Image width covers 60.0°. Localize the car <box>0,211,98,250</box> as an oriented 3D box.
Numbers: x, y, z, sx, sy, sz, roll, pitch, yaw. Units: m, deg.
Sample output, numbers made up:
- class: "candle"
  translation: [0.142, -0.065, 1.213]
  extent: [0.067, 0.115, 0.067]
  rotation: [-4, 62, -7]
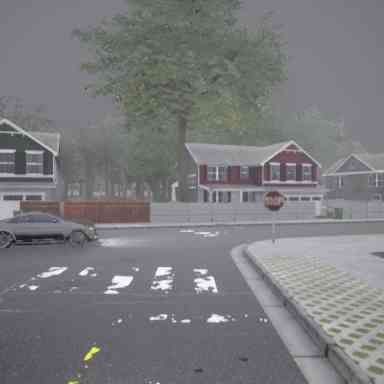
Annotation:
- class: "car"
  translation: [-6.092, 1.509, 13.773]
  extent: [4.181, 1.385, 1.994]
  rotation: [1, 0, -20]
